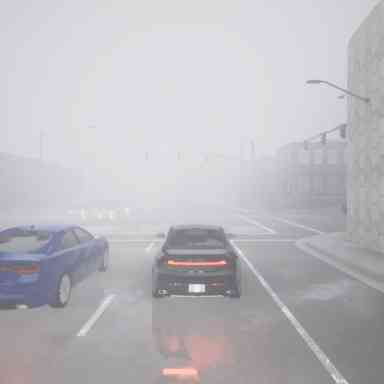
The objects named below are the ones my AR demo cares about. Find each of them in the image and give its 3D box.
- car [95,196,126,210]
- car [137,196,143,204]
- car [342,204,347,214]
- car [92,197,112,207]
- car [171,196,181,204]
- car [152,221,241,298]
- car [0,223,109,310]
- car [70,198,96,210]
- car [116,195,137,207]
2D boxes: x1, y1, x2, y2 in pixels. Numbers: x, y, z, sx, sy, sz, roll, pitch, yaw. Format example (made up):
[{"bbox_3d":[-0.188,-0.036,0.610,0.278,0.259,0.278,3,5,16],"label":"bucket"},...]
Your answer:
[{"bbox_3d":[-10.479,1.600,43.146,1.895,1.301,4.718,0,0,3],"label":"car"},{"bbox_3d":[-10.373,1.525,62.475,1.812,1.442,4.674,0,0,0],"label":"car"},{"bbox_3d":[14.996,1.015,27.522,5.008,1.535,1.882,-5,0,0],"label":"car"},{"bbox_3d":[-13.936,1.525,51.679,1.812,1.442,4.674,0,0,0],"label":"car"},{"bbox_3d":[-3.206,1.477,66.005,1.882,1.535,5.008,0,-1,0],"label":"car"},{"bbox_3d":[0.104,1.505,8.478,1.837,1.490,4.892,0,0,0],"label":"car"},{"bbox_3d":[-3.401,1.477,7.933,1.882,1.535,5.008,0,0,0],"label":"car"},{"bbox_3d":[-13.970,1.525,42.564,1.812,1.442,4.674,0,0,1],"label":"car"},{"bbox_3d":[-10.434,1.598,52.321,1.895,1.301,4.718,0,0,0],"label":"car"}]
